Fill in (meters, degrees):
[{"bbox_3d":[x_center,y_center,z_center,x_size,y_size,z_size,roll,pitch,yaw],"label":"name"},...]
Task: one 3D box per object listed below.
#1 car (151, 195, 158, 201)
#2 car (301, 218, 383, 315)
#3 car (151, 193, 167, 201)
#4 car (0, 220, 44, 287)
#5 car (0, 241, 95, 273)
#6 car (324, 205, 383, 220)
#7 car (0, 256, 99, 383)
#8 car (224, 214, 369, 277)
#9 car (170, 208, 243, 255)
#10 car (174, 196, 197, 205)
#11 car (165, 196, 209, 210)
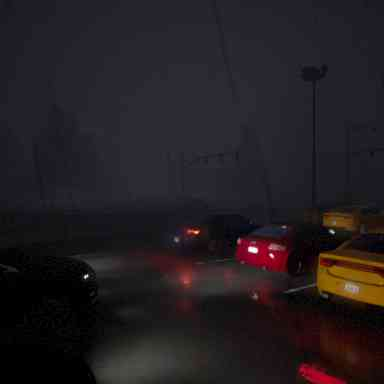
[{"bbox_3d":[-9.978,1.524,89.222,1.812,1.442,4.674,0,0,-6],"label":"car"},{"bbox_3d":[4.738,1.478,7.033,5.008,1.535,1.882,0,0,-35],"label":"car"},{"bbox_3d":[-7.040,1.225,74.165,2.150,2.045,5.566,0,0,-17],"label":"car"},{"bbox_3d":[-6.515,1.547,7.714,5.357,1.411,2.033,0,0,-35],"label":"car"},{"bbox_3d":[-3.974,1.492,5.192,4.902,1.511,2.128,0,0,-35],"label":"car"},{"bbox_3d":[9.525,1.478,18.891,5.008,1.535,1.882,0,0,-35],"label":"car"},{"bbox_3d":[-2.928,1.505,1.645,4.892,1.490,1.837,0,0,-35],"label":"car"},{"bbox_3d":[3.324,1.564,10.309,4.181,1.385,1.994,0,0,-35],"label":"car"},{"bbox_3d":[1.349,1.526,13.200,4.674,1.442,1.812,0,0,-35],"label":"car"},{"bbox_3d":[-1.210,1.547,59.408,2.033,1.411,5.357,0,0,-26],"label":"car"},{"bbox_3d":[-0.241,1.478,38.134,5.008,1.535,1.882,0,1,-38],"label":"car"}]
